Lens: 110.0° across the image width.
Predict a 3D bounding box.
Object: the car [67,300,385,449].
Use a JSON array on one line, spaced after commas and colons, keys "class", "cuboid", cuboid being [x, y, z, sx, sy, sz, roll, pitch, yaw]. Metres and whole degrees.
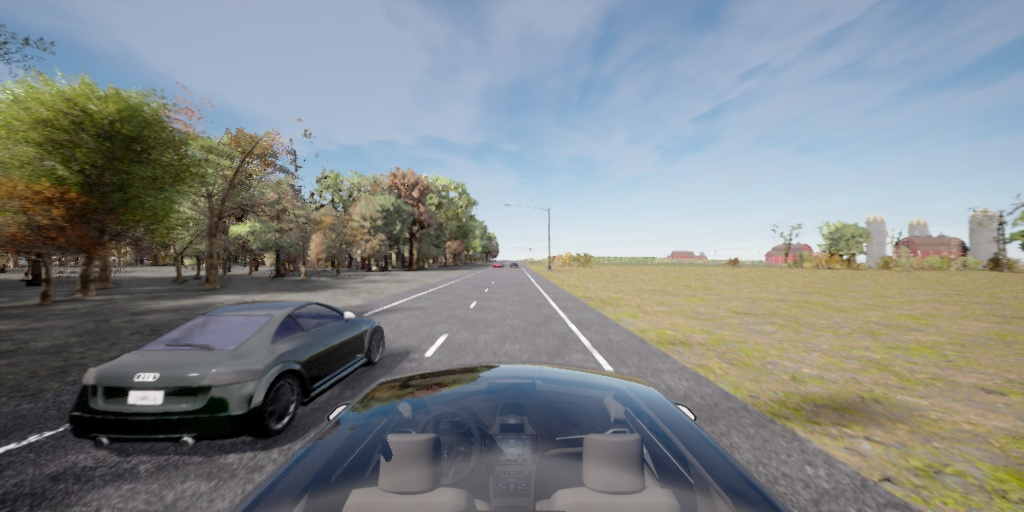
[{"class": "car", "cuboid": [-3.507, 1.347, 5.456, 1.994, 1.385, 4.181, 0, -1, 0]}]
